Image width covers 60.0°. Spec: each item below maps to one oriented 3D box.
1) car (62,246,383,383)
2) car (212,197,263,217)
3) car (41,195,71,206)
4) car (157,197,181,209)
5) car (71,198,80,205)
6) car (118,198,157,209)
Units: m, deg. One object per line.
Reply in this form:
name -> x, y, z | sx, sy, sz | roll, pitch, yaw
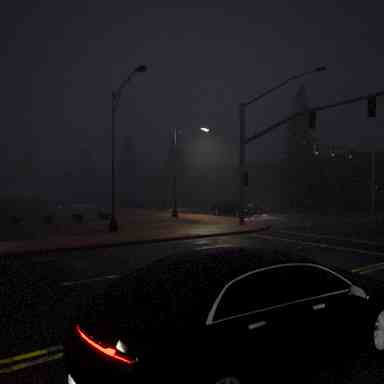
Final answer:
car -> 0.894, 1.505, 4.435 | 4.892, 1.490, 1.837 | 0, 0, -35
car -> 3.864, 1.505, 30.911 | 1.837, 1.490, 4.892 | 0, 0, -36
car -> -22.044, 1.242, 52.472 | 4.674, 1.442, 1.812 | 0, 0, 16
car -> -3.621, 1.501, 45.539 | 4.892, 1.490, 1.837 | 1, 1, 42
car -> -20.973, 1.572, 55.800 | 4.181, 1.385, 1.994 | 0, 0, 17
car -> -7.647, 1.547, 44.640 | 5.357, 1.411, 2.033 | 0, 0, 40
